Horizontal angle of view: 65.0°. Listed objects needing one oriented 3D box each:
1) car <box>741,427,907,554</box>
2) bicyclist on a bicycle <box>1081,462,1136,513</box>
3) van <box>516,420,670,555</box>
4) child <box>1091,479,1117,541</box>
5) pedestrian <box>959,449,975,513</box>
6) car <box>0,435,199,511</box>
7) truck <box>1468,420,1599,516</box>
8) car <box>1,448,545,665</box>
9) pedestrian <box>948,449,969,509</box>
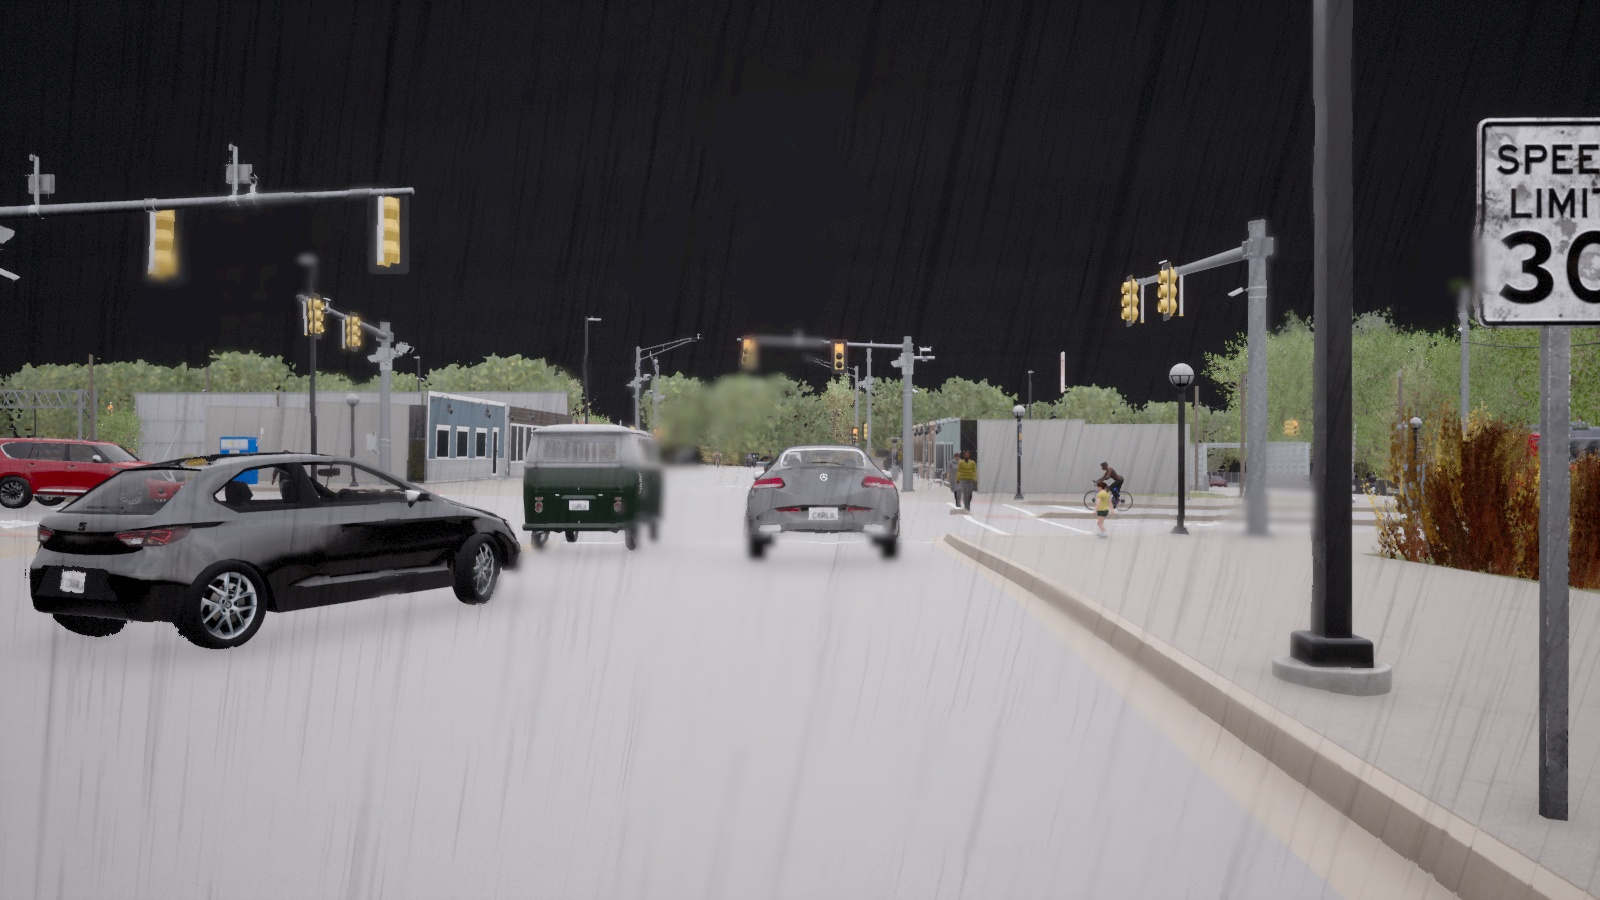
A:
[{"bbox_3d":[0.350,0.588,18.883,2.152,1.651,5.027,0,-1,1],"label":"car"},{"bbox_3d":[10.250,1.247,41.786,1.656,1.620,0.582,1,-1,0],"label":"bicyclist on a bicycle"},{"bbox_3d":[-3.282,0.598,20.731,1.775,1.987,4.442,0,-1,0],"label":"van"},{"bbox_3d":[5.609,1.097,23.147,0.255,1.110,0.394,-1,1,-45],"label":"child"},{"bbox_3d":[4.902,0.902,36.904,0.431,1.840,0.709,0,1,3],"label":"pedestrian"},{"bbox_3d":[-21.005,0.660,36.899,5.566,2.045,2.150,1,0,-3],"label":"car"},{"bbox_3d":[32.454,0.827,54.734,2.891,3.827,8.468,-1,-1,6],"label":"truck"},{"bbox_3d":[-4.332,0.746,11.057,1.816,1.474,4.193,0,1,28],"label":"car"},{"bbox_3d":[5.196,0.936,41.237,0.659,1.952,0.873,0,1,7],"label":"pedestrian"}]
